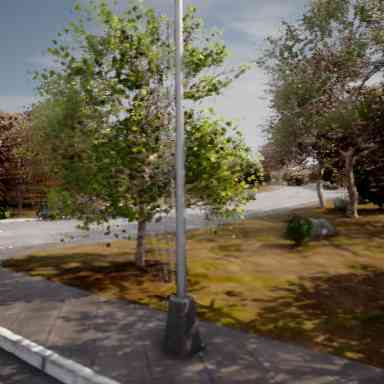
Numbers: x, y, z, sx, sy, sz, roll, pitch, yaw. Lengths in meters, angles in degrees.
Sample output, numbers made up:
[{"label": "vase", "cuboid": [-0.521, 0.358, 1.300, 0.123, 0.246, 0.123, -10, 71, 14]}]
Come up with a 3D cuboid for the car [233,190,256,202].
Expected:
[{"label": "car", "cuboid": [7.599, 0.545, 49.002, 2.097, 1.767, 4.553, -1, 2, 39]}]

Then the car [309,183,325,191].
[{"label": "car", "cuboid": [29.284, -1.093, 78.271, 1.812, 1.442, 4.674, -1, 2, 13]}]

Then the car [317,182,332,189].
[{"label": "car", "cuboid": [34.873, -1.717, 87.799, 2.128, 1.511, 4.902, -1, 2, 3]}]

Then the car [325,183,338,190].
[{"label": "car", "cuboid": [32.826, -1.096, 77.980, 1.895, 1.301, 4.718, -1, 2, 13]}]

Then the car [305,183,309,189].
[{"label": "car", "cuboid": [31.394, -1.675, 88.185, 1.812, 1.442, 4.674, -1, 2, 3]}]

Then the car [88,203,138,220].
[{"label": "car", "cuboid": [-6.920, 1.694, 30.619, 2.033, 1.411, 5.357, -1, 1, 38]}]

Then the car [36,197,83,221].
[{"label": "car", "cuboid": [-11.337, 1.468, 30.674, 2.150, 2.045, 5.566, -1, 1, 38]}]
